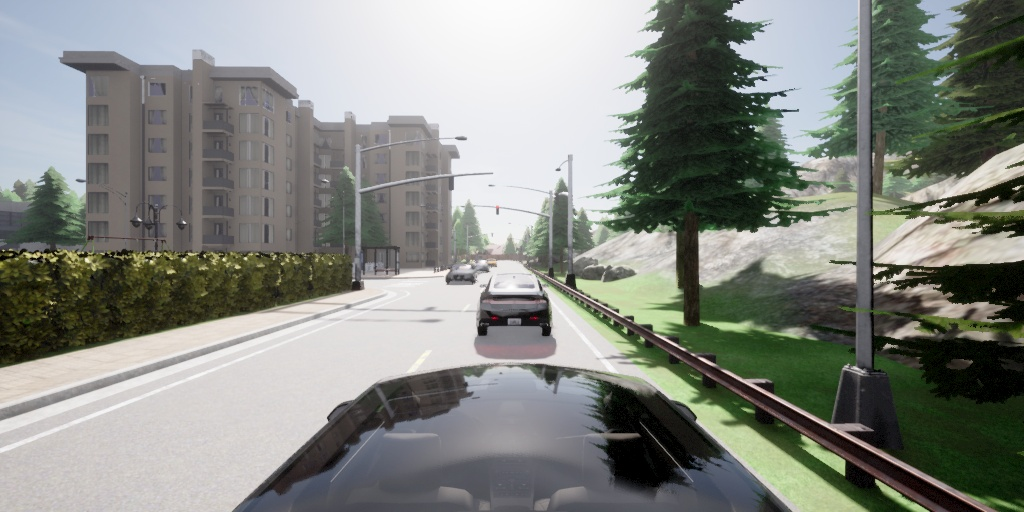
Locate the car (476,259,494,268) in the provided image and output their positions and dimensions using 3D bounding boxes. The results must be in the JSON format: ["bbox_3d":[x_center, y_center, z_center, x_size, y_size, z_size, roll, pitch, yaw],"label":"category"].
[{"bbox_3d":[-3.679,1.241,42.784,2.128,1.511,4.902,0,0,0],"label":"car"}]

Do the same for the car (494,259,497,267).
[{"bbox_3d":[-3.647,1.227,64.005,1.882,1.535,5.008,0,0,0],"label":"car"}]

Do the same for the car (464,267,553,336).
[{"bbox_3d":[0.062,1.242,10.370,2.128,1.511,4.902,0,0,0],"label":"car"}]

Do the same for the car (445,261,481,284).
[{"bbox_3d":[-3.640,1.307,26.474,1.994,1.385,4.181,0,0,0],"label":"car"}]
